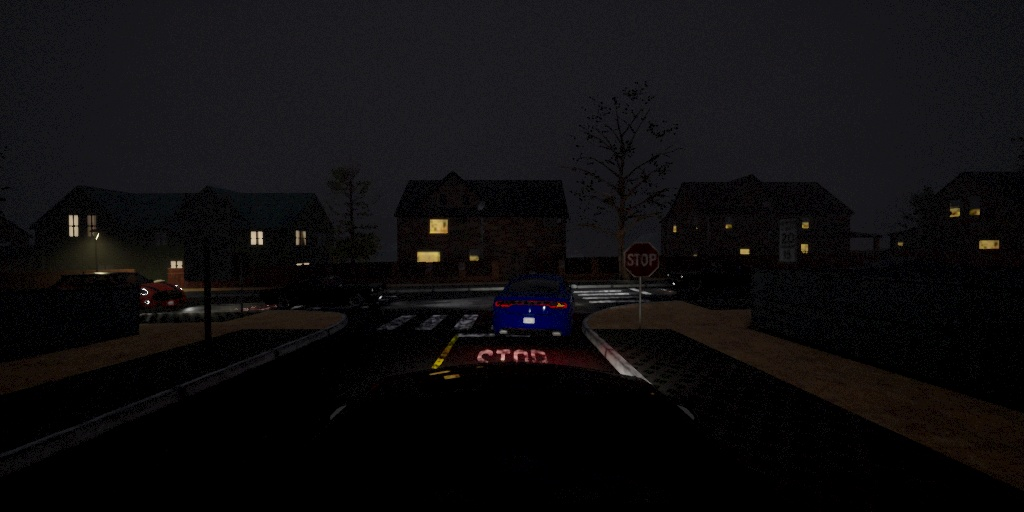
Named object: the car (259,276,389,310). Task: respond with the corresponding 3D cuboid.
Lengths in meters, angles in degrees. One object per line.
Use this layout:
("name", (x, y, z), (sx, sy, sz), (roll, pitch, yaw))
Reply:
("car", (-7.819, 1.506, 15.294), (4.718, 1.301, 1.895), (-1, 1, 0))

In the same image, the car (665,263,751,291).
("car", (10.402, 1.034, 18.230), (4.718, 1.301, 1.895), (-1, 1, -1))

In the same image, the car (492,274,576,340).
("car", (0.782, 1.226, 10.090), (1.882, 1.535, 5.008), (0, 0, 10))

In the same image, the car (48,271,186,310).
("car", (-16.806, 1.471, 15.282), (4.553, 1.767, 2.097), (-1, 1, 0))

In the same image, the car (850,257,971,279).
("car", (20.047, 0.753, 18.271), (5.357, 1.411, 2.033), (-1, 1, 0))
